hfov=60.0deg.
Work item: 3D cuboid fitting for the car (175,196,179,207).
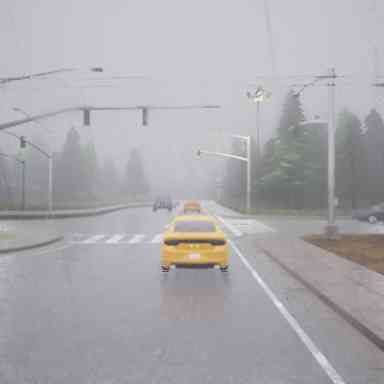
[{"bbox_3d":[-3.555,1.527,52.081,2.097,1.767,4.553,0,0,0],"label":"car"}]

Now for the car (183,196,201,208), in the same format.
[{"bbox_3d":[0.006,1.607,38.306,1.882,1.535,5.008,0,0,0],"label":"car"}]

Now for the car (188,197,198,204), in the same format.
[{"bbox_3d":[0.279,1.773,68.866,2.033,1.411,5.357,0,0,2],"label":"car"}]

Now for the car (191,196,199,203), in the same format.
[{"bbox_3d":[0.675,1.708,79.259,1.837,1.490,4.892,0,0,2],"label":"car"}]

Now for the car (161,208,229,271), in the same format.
[{"bbox_3d":[0.085,1.516,11.059,1.882,1.535,5.008,0,0,0],"label":"car"}]

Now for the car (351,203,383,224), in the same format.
[{"bbox_3d":[14.902,1.618,25.624,4.892,1.490,1.837,0,0,1],"label":"car"}]

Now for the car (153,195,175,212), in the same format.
[{"bbox_3d":[-3.607,1.362,41.787,2.150,2.045,5.566,0,0,-1],"label":"car"}]
